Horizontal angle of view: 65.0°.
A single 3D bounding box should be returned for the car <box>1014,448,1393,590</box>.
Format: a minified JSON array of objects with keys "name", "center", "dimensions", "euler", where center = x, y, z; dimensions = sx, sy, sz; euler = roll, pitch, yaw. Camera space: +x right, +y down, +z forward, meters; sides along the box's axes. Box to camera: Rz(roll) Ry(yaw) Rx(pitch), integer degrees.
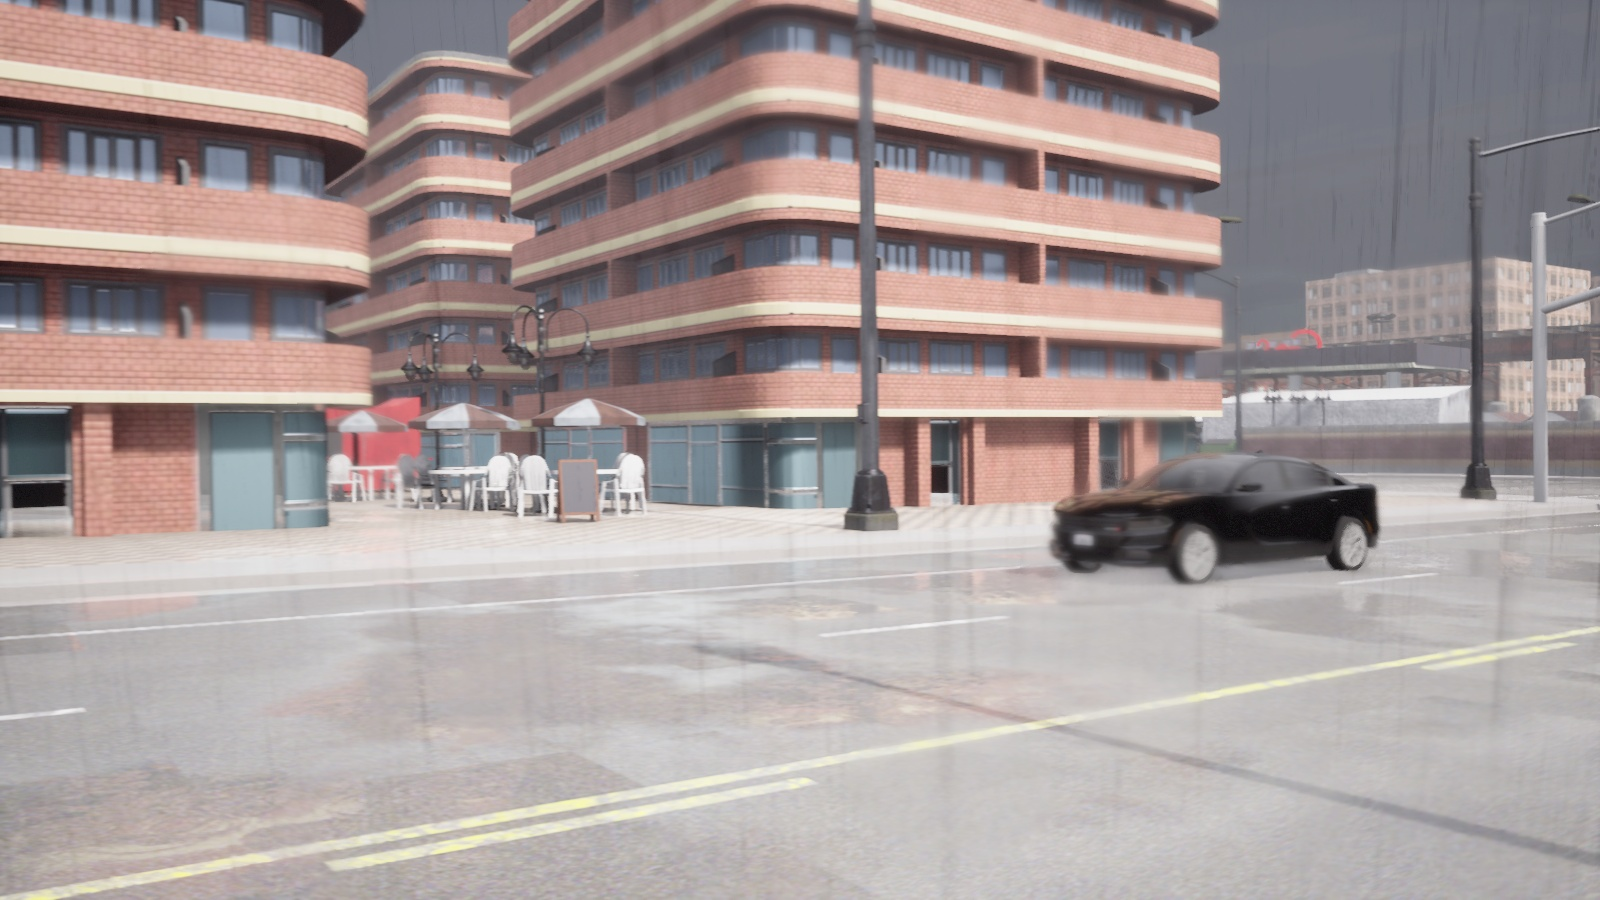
[{"name":"car","center":[5.176,0.748,15.790],"dimensions":[5.008,1.535,1.882],"euler":[0,0,-35]}]
